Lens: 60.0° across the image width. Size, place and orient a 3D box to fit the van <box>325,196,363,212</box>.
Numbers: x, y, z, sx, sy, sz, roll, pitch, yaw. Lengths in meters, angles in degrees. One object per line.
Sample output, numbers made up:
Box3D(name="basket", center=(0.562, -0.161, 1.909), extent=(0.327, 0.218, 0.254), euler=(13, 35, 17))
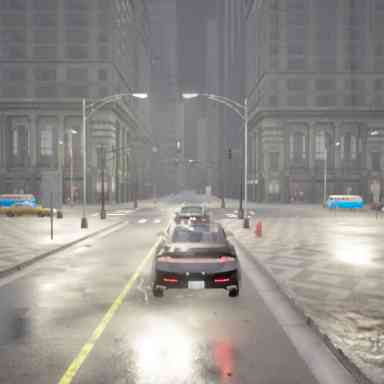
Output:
Box3D(name="van", center=(17.697, 1.326, 38.657), extent=(3.998, 1.788, 1.690), euler=(0, 1, 0))

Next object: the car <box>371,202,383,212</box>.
Box3D(name="car", center=(23.221, 1.550, 38.688), extent=(4.507, 1.381, 1.887), euler=(0, 1, 0))

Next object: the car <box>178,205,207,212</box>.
Box3D(name="car", center=(0.050, 1.497, 17.996), extent=(1.837, 1.490, 4.892), euler=(0, 0, 3))

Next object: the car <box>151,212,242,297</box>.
Box3D(name="car", center=(0.085, 1.485, 8.520), extent=(2.128, 1.511, 4.902), euler=(0, 0, 0))

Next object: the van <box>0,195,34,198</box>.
Box3D(name="van", center=(-20.287, 1.202, 38.443), extent=(3.998, 1.788, 1.690), euler=(0, 1, 0))

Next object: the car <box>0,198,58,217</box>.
Box3D(name="car", center=(-14.675, 1.549, 29.945), extent=(4.829, 1.417, 1.752), euler=(0, 1, 0))
